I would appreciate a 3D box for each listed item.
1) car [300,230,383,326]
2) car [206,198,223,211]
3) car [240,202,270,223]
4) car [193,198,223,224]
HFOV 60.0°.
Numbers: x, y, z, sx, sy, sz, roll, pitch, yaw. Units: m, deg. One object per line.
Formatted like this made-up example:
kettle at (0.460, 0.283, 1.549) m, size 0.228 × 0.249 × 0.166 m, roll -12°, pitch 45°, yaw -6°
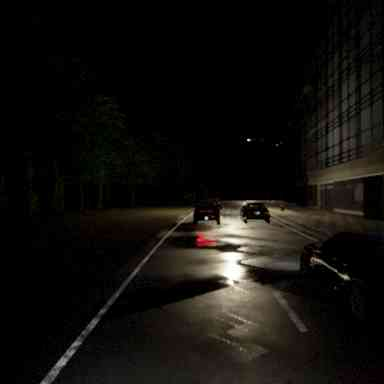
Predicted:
car at (3.734, 1.516, 6.903) m, size 1.812 × 1.442 × 4.674 m, roll 0°, pitch 0°, yaw 1°
car at (2.882, 1.459, 41.514) m, size 1.812 × 1.442 × 4.674 m, roll 0°, pitch 0°, yaw 7°
car at (4.669, 1.485, 25.011) m, size 2.033 × 1.411 × 5.357 m, roll 0°, pitch 0°, yaw 5°
car at (1.131, 1.447, 24.352) m, size 1.837 × 1.490 × 4.892 m, roll 0°, pitch 1°, yaw 4°
